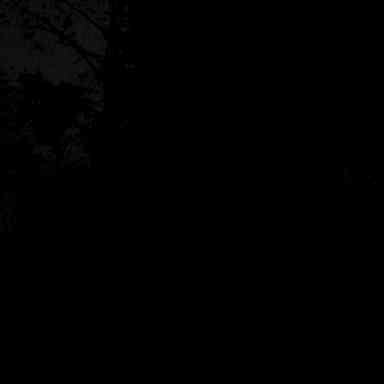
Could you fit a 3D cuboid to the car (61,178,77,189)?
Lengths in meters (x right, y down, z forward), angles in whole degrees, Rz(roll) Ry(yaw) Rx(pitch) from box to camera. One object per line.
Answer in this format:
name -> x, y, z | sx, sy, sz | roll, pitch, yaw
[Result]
car -> -16.981, -1.233, 46.379 | 1.882, 1.535, 5.008 | 0, 4, -10
